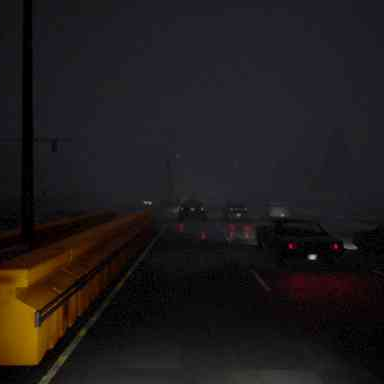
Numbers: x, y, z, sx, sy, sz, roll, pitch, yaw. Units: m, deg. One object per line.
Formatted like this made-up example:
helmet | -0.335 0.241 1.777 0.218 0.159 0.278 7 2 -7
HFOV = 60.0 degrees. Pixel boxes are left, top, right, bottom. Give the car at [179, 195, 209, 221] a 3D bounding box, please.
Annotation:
car | 0.055 1.388 27.464 2.097 1.767 4.553 0 0 1

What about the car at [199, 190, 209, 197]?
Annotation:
car | 3.417 1.021 87.516 2.097 1.767 4.553 0 3 0

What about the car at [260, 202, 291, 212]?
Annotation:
car | 7.061 1.564 28.243 1.812 1.442 4.674 0 0 1

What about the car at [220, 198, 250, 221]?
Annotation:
car | 3.555 1.529 27.556 2.128 1.511 4.902 0 0 1

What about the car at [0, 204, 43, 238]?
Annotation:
car | -10.538 1.517 18.611 2.128 1.511 4.902 0 0 1

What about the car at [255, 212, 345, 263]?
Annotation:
car | 3.539 1.617 11.940 1.895 1.301 4.718 0 0 1

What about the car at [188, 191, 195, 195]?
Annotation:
car | -0.083 1.189 87.537 2.128 1.511 4.902 0 3 0

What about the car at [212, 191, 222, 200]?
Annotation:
car | 6.917 1.188 87.574 1.812 1.442 4.674 0 3 0

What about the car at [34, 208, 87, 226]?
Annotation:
car | -7.041 1.590 18.410 1.994 1.385 4.181 0 0 1

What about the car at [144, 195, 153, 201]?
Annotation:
car | -10.549 1.477 81.012 2.128 1.511 4.902 0 1 0

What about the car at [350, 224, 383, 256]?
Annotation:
car | 7.024 1.562 10.388 2.033 1.411 5.357 0 0 0
